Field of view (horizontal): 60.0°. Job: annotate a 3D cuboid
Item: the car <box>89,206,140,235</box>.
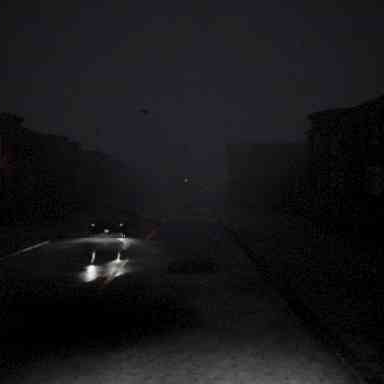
[{"bbox_3d":[-4.094,1.487,18.588,2.033,1.411,5.357,0,0,0],"label":"car"}]
